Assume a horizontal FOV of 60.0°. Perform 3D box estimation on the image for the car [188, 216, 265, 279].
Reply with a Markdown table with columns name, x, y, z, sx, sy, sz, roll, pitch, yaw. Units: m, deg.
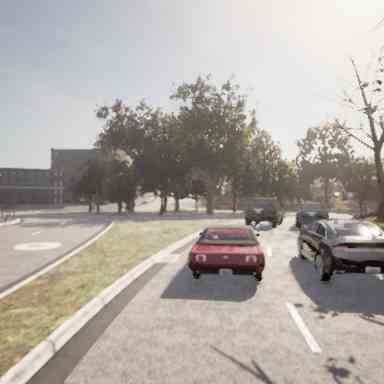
| name | x | y | z | sx | sy | sz | roll | pitch | yaw |
| --- | --- | --- | --- | --- | --- | --- | --- | --- | --- |
| car | 1.133 | 1.642 | 10.169 | 1.895 | 1.301 | 4.718 | 0 | 0 | 8 |

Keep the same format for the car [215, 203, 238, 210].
| name | x | y | z | sx | sy | sz | roll | pitch | yaw |
| --- | --- | --- | --- | --- | --- | --- | --- | --- | --- |
| car | 7.092 | 2.976 | 68.932 | 4.553 | 1.767 | 2.097 | -1 | -2 | 36 |

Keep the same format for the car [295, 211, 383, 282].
| name | x | y | z | sx | sy | sz | roll | pitch | yaw |
| --- | --- | --- | --- | --- | --- | --- | --- | --- | --- |
| car | 4.334 | 1.519 | 9.721 | 2.128 | 1.511 | 4.902 | 0 | 0 | 8 |

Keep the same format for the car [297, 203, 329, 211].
| name | x | y | z | sx | sy | sz | roll | pitch | yaw |
| --- | --- | --- | --- | --- | --- | --- | --- | --- | --- |
| car | 8.601 | 1.548 | 23.724 | 2.097 | 1.767 | 4.553 | -1 | -1 | 22 |

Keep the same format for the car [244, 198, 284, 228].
| name | x | y | z | sx | sy | sz | roll | pitch | yaw |
| --- | --- | --- | --- | --- | --- | --- | --- | --- | --- |
| car | 5.395 | 1.449 | 24.545 | 2.150 | 2.045 | 5.566 | -1 | -1 | 22 |
